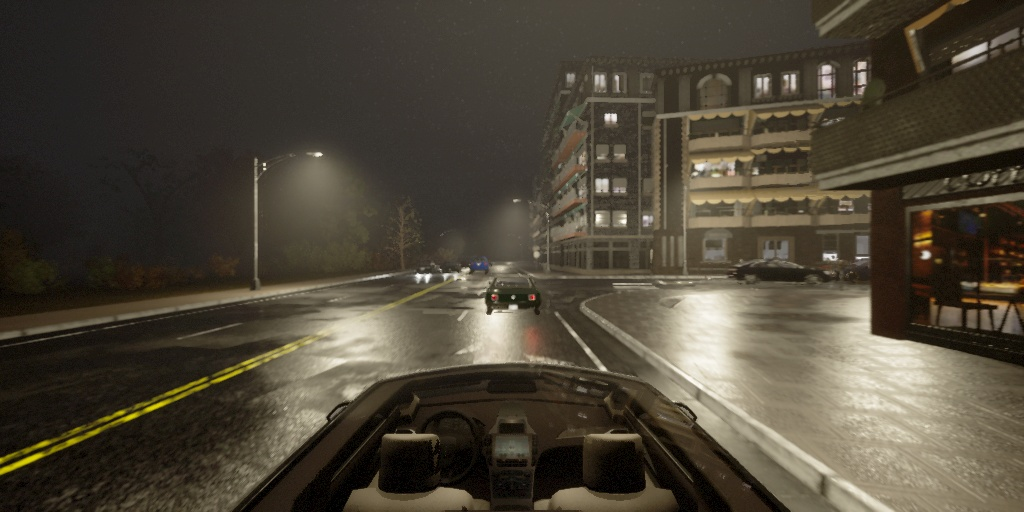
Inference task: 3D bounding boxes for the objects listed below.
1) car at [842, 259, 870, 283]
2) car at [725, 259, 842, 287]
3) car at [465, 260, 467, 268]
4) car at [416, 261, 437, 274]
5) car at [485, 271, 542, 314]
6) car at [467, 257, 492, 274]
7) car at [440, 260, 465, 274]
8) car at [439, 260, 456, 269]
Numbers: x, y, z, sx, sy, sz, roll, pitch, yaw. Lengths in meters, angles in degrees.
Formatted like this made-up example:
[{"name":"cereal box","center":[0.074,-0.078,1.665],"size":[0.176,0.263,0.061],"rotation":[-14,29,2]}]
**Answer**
[{"name":"car","center":[21.912,0.858,21.562],"size":[5.357,1.411,2.033],"rotation":[-1,0,15]},{"name":"car","center":[14.942,0.924,20.337],"size":[4.902,1.511,2.128],"rotation":[-1,0,18]},{"name":"car","center":[-8.000,1.429,62.245],"size":[1.882,1.535,5.008],"rotation":[0,0,-1]},{"name":"car","center":[-10.684,1.388,44.866],"size":[2.128,1.511,4.902],"rotation":[0,0,-2]},{"name":"car","center":[0.023,1.385,13.892],"size":[1.895,1.301,4.718],"rotation":[0,0,-1]},{"name":"car","center":[-3.975,1.109,44.289],"size":[2.150,2.045,5.566],"rotation":[0,0,-2]},{"name":"car","center":[-7.419,1.455,44.467],"size":[1.994,1.385,4.181],"rotation":[0,0,-2]},{"name":"car","center":[-11.266,1.504,63.073],"size":[2.033,1.411,5.357],"rotation":[0,0,-1]}]
